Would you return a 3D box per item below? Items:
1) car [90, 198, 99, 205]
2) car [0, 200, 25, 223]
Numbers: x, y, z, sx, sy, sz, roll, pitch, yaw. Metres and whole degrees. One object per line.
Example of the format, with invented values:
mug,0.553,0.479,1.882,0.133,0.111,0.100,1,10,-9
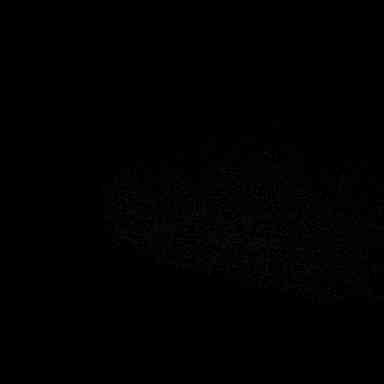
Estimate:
car,-17.981,1.814,65.499,1.882,1.535,5.008,0,0,22
car,-15.493,1.449,26.982,2.097,1.767,4.553,0,0,-1
